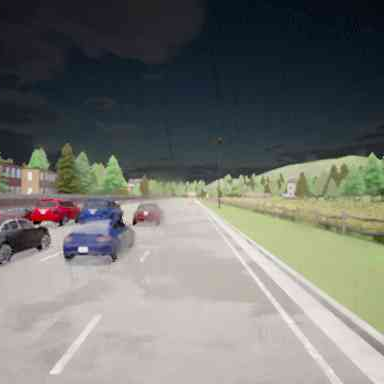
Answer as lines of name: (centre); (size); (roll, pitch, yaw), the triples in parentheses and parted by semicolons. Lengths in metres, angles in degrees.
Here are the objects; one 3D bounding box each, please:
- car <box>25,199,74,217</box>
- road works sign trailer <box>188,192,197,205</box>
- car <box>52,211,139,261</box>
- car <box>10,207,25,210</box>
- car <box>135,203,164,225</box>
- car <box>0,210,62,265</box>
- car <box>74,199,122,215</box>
car: (-10.466, 1.556, 26.104); (2.150, 2.045, 5.566); (0, 0, 0)
road works sign trailer: (0.003, 1.580, 87.841); (2.380, 3.560, 2.880); (0, -1, 0)
car: (-3.450, 1.691, 12.906); (1.812, 1.442, 4.674); (0, 0, 1)
car: (-13.952, 1.916, 27.573); (1.994, 1.385, 4.181); (0, -1, 0)
car: (-3.455, 1.698, 27.153); (2.097, 1.767, 4.553); (0, -1, 0)
car: (-6.957, 1.649, 12.235); (2.128, 1.511, 4.902); (0, -1, 0)
car: (-6.967, 1.556, 26.081); (2.150, 2.045, 5.566); (0, 0, 0)
